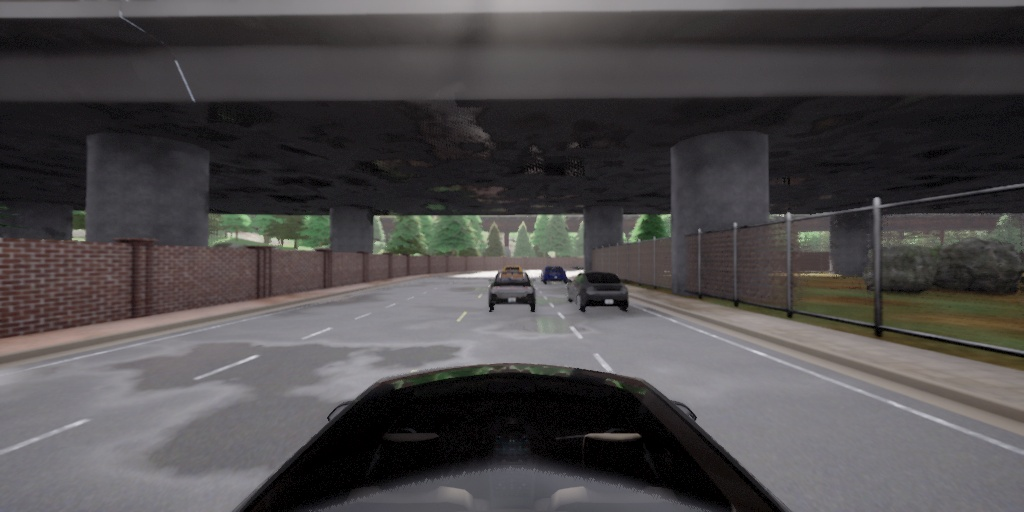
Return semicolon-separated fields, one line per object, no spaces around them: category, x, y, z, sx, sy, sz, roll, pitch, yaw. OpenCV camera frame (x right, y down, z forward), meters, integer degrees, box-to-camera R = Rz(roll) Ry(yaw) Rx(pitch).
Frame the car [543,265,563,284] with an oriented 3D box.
car;3.562;1.556;31.077;1.882;1.535;5.008;0;0;1

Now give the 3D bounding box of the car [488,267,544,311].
car;0.015;1.395;15.333;2.128;1.511;4.902;0;0;0

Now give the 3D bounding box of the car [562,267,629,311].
car;3.515;1.410;15.335;1.837;1.490;4.892;0;0;0

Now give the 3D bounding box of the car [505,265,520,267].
car;0.064;1.556;31.088;1.882;1.535;5.008;0;0;1
